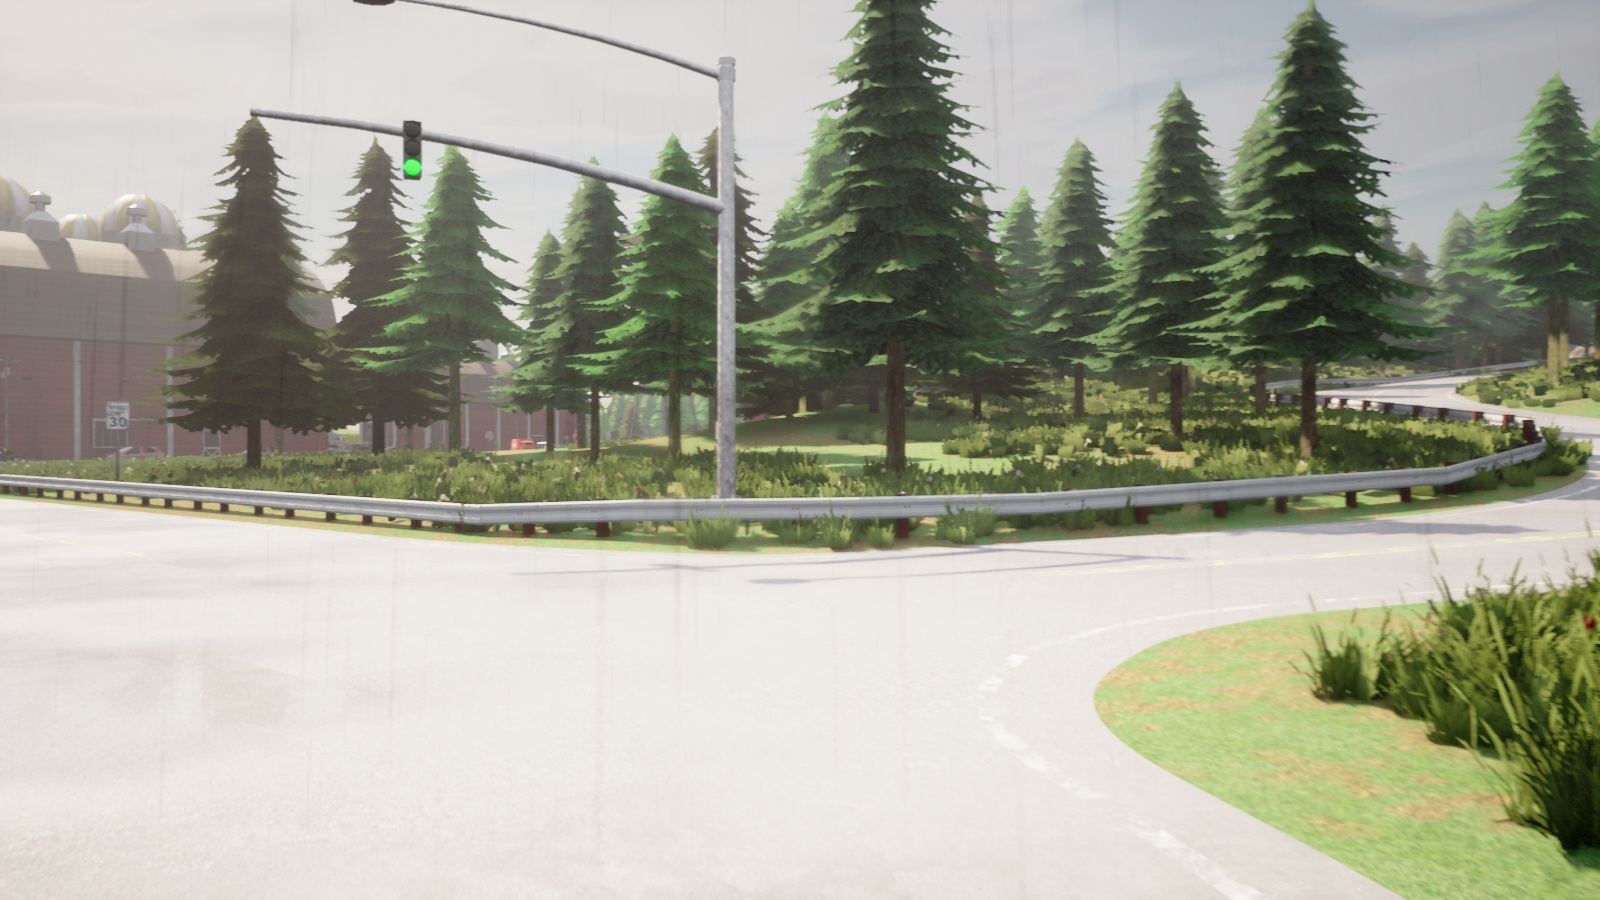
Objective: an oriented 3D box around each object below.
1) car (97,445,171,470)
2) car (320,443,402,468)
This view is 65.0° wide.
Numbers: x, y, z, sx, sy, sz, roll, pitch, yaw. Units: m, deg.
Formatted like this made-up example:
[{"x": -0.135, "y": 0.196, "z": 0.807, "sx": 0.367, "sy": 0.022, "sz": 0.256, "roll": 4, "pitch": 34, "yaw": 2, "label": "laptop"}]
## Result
[{"x": -41.316, "y": 0.458, "z": 77.949, "sx": 1.845, "sy": 1.501, "sz": 3.633, "roll": 0, "pitch": 0, "yaw": 43, "label": "car"}, {"x": -29.806, "y": 0.348, "z": 85.310, "sx": 2.033, "sy": 1.649, "sz": 4.856, "roll": 0, "pitch": 0, "yaw": 43, "label": "car"}]
